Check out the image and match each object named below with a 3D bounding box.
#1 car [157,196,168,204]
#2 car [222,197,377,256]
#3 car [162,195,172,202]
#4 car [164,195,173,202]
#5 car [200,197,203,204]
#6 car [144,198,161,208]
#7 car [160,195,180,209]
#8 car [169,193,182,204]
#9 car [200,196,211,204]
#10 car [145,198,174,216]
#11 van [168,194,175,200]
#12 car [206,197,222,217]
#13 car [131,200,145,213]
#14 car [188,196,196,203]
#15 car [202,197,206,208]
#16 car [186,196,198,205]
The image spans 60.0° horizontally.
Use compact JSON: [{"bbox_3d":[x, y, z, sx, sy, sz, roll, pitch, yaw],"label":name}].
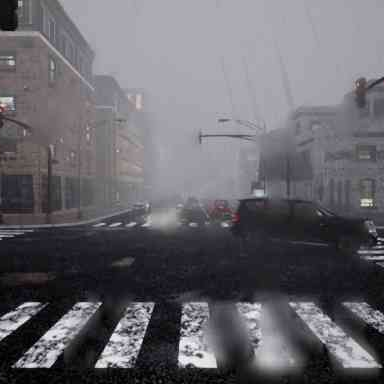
[{"bbox_3d":[-5.757,1.565,65.746,1.752,1.417,4.829,0,0,0],"label":"car"},{"bbox_3d":[4.319,1.237,13.468,5.566,2.045,2.150,0,2,25],"label":"car"},{"bbox_3d":[-5.769,1.497,77.309,1.967,1.590,4.097,0,0,0],"label":"car"},{"bbox_3d":[-5.773,1.592,82.836,1.752,1.417,4.829,-1,0,0],"label":"car"},{"bbox_3d":[2.640,1.571,48.847,2.008,1.369,4.403,0,0,0],"label":"car"},{"bbox_3d":[-5.741,1.571,48.827,2.008,1.369,4.403,0,0,0],"label":"car"},{"bbox_3d":[-3.138,1.509,46.132,2.128,1.511,4.902,0,0,0],"label":"car"},{"bbox_3d":[-3.060,1.249,64.811,2.150,2.045,5.566,0,0,0],"label":"car"},{"bbox_3d":[2.624,1.591,65.937,2.008,1.369,4.403,-1,0,0],"label":"car"},{"bbox_3d":[-3.127,1.571,32.615,1.994,1.385,4.181,0,0,0],"label":"car"},{"bbox_3d":[-5.786,1.430,94.399,1.690,1.788,3.998,-1,0,0],"label":"van"},{"bbox_3d":[2.655,1.446,31.756,1.967,1.590,4.097,0,0,0],"label":"car"},{"bbox_3d":[-5.730,1.561,37.433,2.008,1.369,4.403,0,0,0],"label":"car"},{"bbox_3d":[0.015,1.572,70.718,1.812,1.442,4.674,0,0,0],"label":"car"},{"bbox_3d":[2.645,1.597,43.150,1.802,1.307,4.206,0,0,0],"label":"car"},{"bbox_3d":[0.046,1.538,60.300,1.837,1.490,4.892,0,0,0],"label":"car"}]
